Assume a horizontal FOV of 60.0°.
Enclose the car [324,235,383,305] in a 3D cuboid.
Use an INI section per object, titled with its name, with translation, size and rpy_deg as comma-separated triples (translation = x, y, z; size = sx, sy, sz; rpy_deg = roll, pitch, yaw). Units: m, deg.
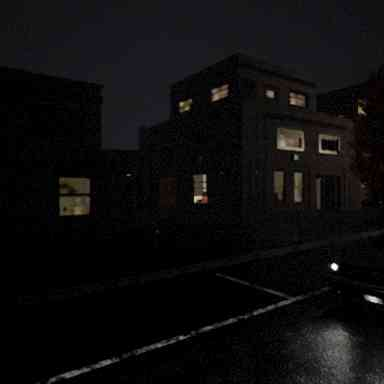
[car]
translation = 4.779, 1.400, 6.757
size = 4.718, 1.301, 1.895
rpy_deg = -2, 1, -35
